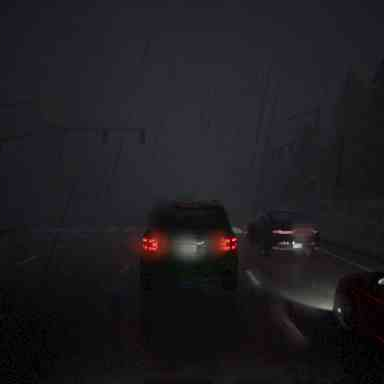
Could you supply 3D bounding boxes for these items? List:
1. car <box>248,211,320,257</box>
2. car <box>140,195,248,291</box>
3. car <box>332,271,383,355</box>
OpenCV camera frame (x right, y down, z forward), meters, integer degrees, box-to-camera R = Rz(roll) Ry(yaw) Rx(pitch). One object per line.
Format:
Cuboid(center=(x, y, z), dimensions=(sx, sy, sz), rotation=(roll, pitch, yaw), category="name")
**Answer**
Cuboid(center=(3.336, 1.492, 12.951), dimensions=(2.128, 1.511, 4.902), rotation=(0, 0, 0), category="car")
Cuboid(center=(-0.098, 1.221, 9.194), dimensions=(2.150, 2.045, 5.566), rotation=(0, 0, -1), category="car")
Cuboid(center=(3.425, 1.564, 4.043), dimensions=(1.994, 1.385, 4.181), rotation=(0, 0, -1), category="car")
